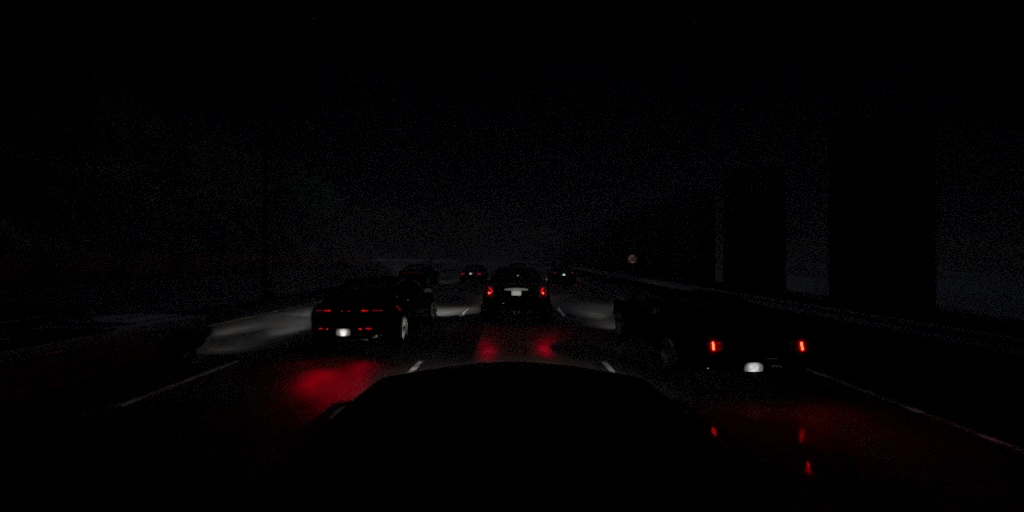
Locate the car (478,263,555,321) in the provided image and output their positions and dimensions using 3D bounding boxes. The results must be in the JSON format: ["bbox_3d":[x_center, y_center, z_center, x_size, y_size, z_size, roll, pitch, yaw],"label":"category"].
[{"bbox_3d":[0.154,1.140,12.775,2.097,1.767,4.553,0,0,1],"label":"car"}]

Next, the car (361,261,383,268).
[{"bbox_3d":[-20.370,1.416,52.073,2.128,1.511,4.902,0,0,0],"label":"car"}]

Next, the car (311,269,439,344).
[{"bbox_3d":[-3.376,1.283,9.626,1.837,1.490,4.892,0,0,0],"label":"car"}]

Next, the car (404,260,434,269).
[{"bbox_3d":[-6.593,1.311,25.832,1.882,1.535,5.008,0,0,1],"label":"car"}]

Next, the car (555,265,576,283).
[{"bbox_3d":[3.990,1.410,29.239,1.994,1.385,4.181,0,0,1],"label":"car"}]

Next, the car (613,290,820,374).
[{"bbox_3d":[3.608,1.371,7.556,1.895,1.301,4.718,0,0,0],"label":"car"}]

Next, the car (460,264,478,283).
[{"bbox_3d":[-3.014,1.393,29.287,2.033,1.411,5.357,0,0,1],"label":"car"}]

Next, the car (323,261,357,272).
[{"bbox_3d":[-23.865,1.466,50.030,2.033,1.411,5.357,0,0,1],"label":"car"}]

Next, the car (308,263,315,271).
[{"bbox_3d":[-27.362,1.487,51.491,1.994,1.385,4.181,0,0,0],"label":"car"}]

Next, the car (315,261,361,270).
[{"bbox_3d":[-17.079,1.431,35.400,1.994,1.385,4.181,0,0,1],"label":"car"}]

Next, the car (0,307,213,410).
[{"bbox_3d":[-6.897,1.362,4.966,1.895,1.301,4.718,0,0,0],"label":"car"}]
